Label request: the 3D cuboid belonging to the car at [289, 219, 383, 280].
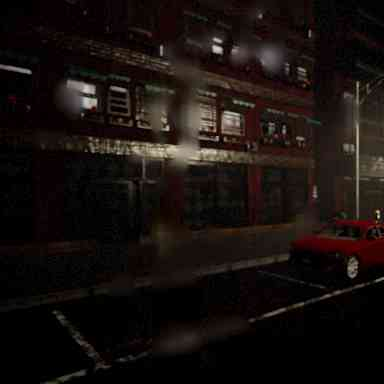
[{"bbox_3d":[4.805,1.551,9.992,4.507,1.381,1.887,0,0,-36],"label":"car"}]
